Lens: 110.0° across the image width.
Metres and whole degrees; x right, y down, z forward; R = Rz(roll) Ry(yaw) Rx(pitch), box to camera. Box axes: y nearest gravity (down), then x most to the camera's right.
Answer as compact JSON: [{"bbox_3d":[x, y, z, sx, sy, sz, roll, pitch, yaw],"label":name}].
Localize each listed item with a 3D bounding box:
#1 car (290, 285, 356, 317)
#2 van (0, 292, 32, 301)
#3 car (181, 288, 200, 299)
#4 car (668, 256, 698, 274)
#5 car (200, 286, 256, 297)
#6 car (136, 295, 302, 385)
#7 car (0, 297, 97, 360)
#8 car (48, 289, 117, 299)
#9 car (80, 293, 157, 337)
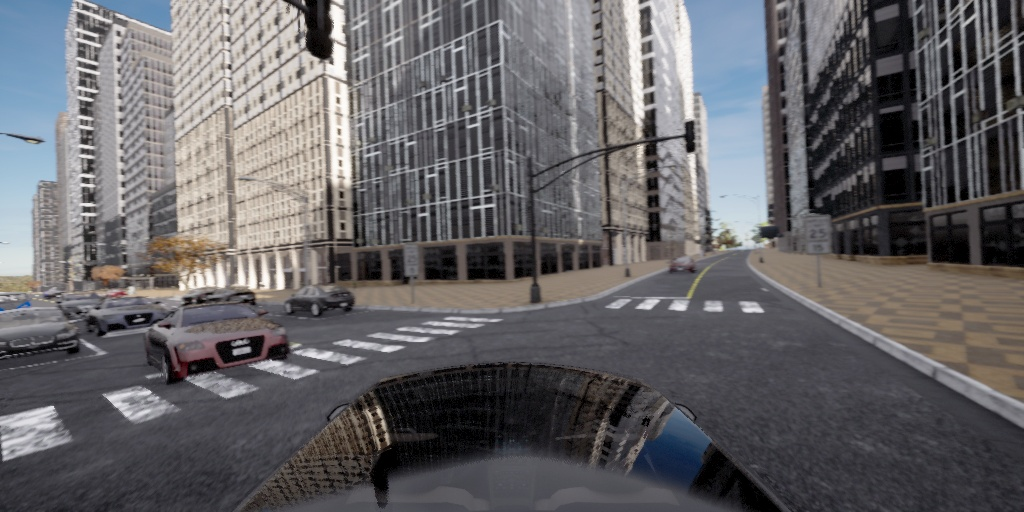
[{"bbox_3d":[-9.312,2.070,17.355,4.403,1.370,2.007,0,0,35],"label":"car"},{"bbox_3d":[-32.546,3.254,23.249,3.998,1.789,1.690,0,0,35],"label":"van"},{"bbox_3d":[-23.165,3.025,26.946,4.313,1.339,1.948,0,0,35],"label":"car"},{"bbox_3d":[14.496,0.729,30.415,1.812,1.442,4.674,-3,0,31],"label":"car"},{"bbox_3d":[-18.548,2.711,23.750,4.313,1.339,1.948,0,0,35],"label":"car"},{"bbox_3d":[-6.848,1.782,8.252,4.181,1.385,1.994,-4,-1,38],"label":"car"},{"bbox_3d":[-14.075,2.208,10.461,4.403,1.370,2.007,0,0,35],"label":"car"},{"bbox_3d":[-27.240,3.097,22.719,4.902,1.511,2.128,-4,-1,35],"label":"car"},{"bbox_3d":[-16.050,2.411,14.959,4.181,1.385,1.994,-4,-1,34],"label":"car"}]
